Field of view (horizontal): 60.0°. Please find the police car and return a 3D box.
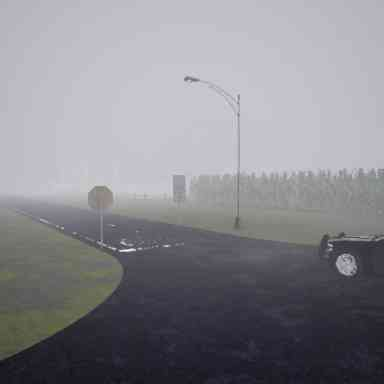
[{"bbox_3d":[5.501,1.399,7.644,1.930,1.638,5.238,0,0,-35],"label":"police car"}]
